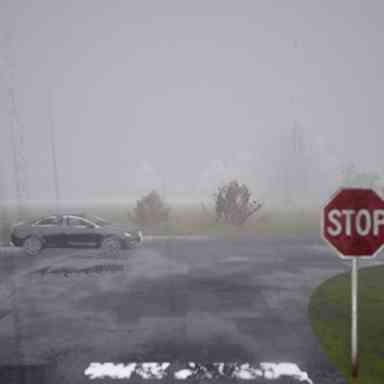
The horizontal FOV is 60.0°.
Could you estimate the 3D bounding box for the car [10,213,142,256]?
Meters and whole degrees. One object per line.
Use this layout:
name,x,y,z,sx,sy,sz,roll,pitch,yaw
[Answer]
car,-4.437,1.590,13.066,4.902,1.511,2.128,0,0,0
